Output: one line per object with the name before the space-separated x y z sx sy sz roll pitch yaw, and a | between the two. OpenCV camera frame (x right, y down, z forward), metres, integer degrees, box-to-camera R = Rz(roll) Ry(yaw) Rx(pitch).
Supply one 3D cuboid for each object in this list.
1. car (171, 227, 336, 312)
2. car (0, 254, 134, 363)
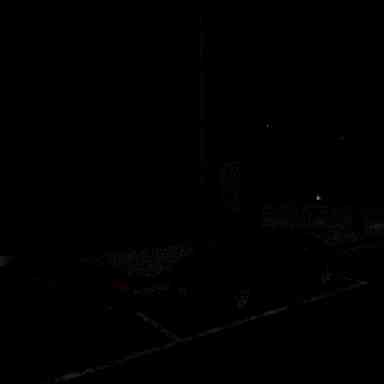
car | 1.582 1.541 7.662 4.313 1.339 1.947 0 0 -35
car | -2.856 1.581 4.497 4.206 1.307 1.802 0 0 -35
